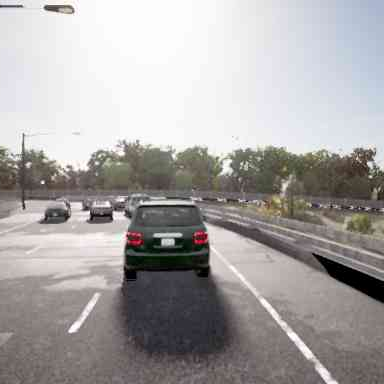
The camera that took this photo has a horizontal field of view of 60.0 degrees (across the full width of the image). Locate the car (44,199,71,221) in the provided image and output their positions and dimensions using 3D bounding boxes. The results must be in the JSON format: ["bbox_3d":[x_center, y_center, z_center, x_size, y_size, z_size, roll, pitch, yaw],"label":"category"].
[{"bbox_3d":[-11.290,1.588,28.131,1.812,1.442,4.674,0,0,-16],"label":"car"}]

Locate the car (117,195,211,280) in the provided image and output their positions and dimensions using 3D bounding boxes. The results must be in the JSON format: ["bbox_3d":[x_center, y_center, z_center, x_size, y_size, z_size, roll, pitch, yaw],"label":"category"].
[{"bbox_3d":[-0.774,1.240,10.196,2.150,2.045,5.566,0,0,-5],"label":"car"}]

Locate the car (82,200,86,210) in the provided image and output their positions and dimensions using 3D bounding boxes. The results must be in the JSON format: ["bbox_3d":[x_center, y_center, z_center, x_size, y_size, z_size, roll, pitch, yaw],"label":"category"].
[{"bbox_3d":[-13.299,1.694,43.689,1.895,1.301,4.718,0,0,-24],"label":"car"}]

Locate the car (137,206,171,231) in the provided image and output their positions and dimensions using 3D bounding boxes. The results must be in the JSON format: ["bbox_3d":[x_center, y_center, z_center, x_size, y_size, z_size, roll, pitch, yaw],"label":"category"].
[{"bbox_3d":[-2.637,1.644,21.937,1.895,1.301,4.718,0,0,-11],"label":"car"}]

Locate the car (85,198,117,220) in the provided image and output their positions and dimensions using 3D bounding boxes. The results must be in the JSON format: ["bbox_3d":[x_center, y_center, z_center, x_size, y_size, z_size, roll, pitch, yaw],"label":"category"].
[{"bbox_3d":[-7.845,1.552,28.808,2.128,1.511,4.902,0,0,-16],"label":"car"}]
